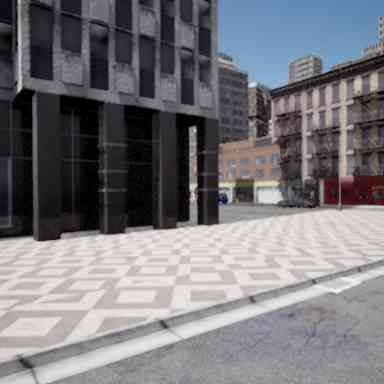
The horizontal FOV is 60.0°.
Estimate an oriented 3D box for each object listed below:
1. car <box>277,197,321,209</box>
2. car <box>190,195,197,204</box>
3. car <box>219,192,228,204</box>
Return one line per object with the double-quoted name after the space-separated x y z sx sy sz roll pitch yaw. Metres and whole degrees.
12.877 1.347 40.495 2.033 1.411 5.357 -1 0 -36 "car"
-0.630 1.289 59.016 2.097 1.767 4.553 -1 0 -36 "car"
3.931 1.114 57.982 2.150 2.045 5.566 -1 0 -36 "car"
